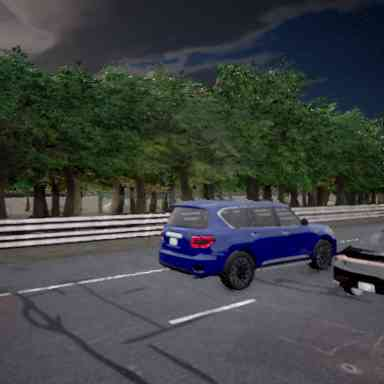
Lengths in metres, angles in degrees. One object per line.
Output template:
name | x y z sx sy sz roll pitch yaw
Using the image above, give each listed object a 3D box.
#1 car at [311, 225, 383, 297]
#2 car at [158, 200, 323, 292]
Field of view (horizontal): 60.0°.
car | 5.140 1.522 7.475 4.902 1.511 2.128 0 0 -36
car | 1.739 1.256 9.335 5.566 2.045 2.150 0 0 -36
